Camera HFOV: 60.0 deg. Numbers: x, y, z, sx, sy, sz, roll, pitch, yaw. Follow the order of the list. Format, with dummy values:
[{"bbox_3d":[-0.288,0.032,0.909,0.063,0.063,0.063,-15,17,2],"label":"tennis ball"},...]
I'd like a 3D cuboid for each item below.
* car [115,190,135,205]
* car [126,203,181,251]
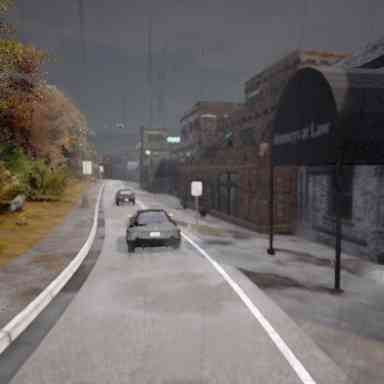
[{"bbox_3d":[-6.809,0.469,33.781,1.812,1.442,4.674,-1,3,-15],"label":"car"},{"bbox_3d":[-1.666,1.385,13.482,1.994,1.385,4.181,-1,2,-11],"label":"car"}]
